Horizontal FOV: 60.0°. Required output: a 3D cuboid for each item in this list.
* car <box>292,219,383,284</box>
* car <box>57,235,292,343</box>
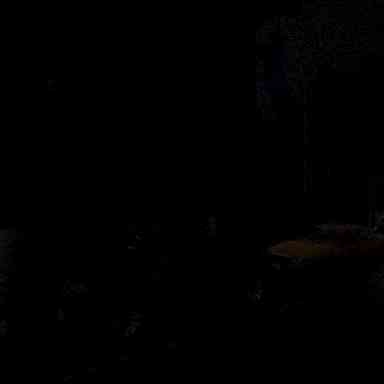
[{"bbox_3d":[3.992,1.523,9.551,4.829,1.417,1.752,0,0,-36],"label":"car"},{"bbox_3d":[-0.280,1.565,6.469,4.313,1.339,1.947,0,0,-36],"label":"car"}]
